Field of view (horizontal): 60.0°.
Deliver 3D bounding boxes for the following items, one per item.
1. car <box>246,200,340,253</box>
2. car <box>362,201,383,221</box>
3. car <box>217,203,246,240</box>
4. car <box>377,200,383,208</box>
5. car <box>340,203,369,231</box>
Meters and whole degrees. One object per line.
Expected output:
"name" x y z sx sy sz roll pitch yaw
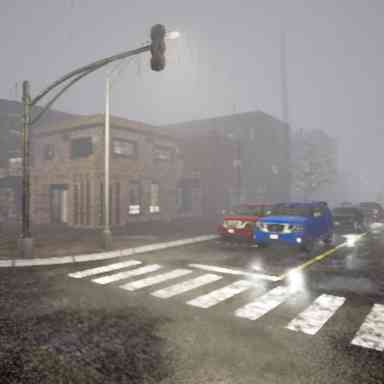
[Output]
"car" 4.828 1.420 15.225 2.150 2.045 5.566 0 0 36
"car" 16.640 1.737 31.318 2.097 1.767 4.553 0 0 36
"car" 3.293 1.514 17.520 2.192 1.841 5.009 0 -1 36
"car" 36.088 2.267 62.268 2.008 1.369 4.403 0 -1 36
"car" 10.739 1.769 23.290 1.882 1.535 5.008 0 0 36
